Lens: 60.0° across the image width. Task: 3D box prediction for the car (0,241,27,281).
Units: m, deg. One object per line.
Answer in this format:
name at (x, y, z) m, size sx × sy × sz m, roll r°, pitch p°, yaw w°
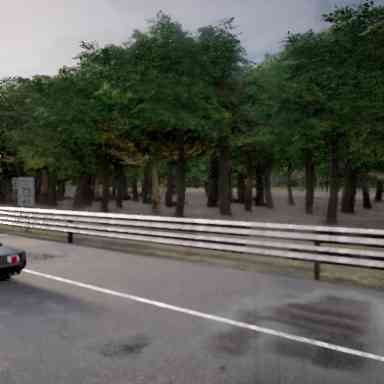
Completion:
car at (-6.287, 1.567, 8.414) m, size 4.718 × 1.301 × 1.895 m, roll 0°, pitch 0°, yaw 35°
